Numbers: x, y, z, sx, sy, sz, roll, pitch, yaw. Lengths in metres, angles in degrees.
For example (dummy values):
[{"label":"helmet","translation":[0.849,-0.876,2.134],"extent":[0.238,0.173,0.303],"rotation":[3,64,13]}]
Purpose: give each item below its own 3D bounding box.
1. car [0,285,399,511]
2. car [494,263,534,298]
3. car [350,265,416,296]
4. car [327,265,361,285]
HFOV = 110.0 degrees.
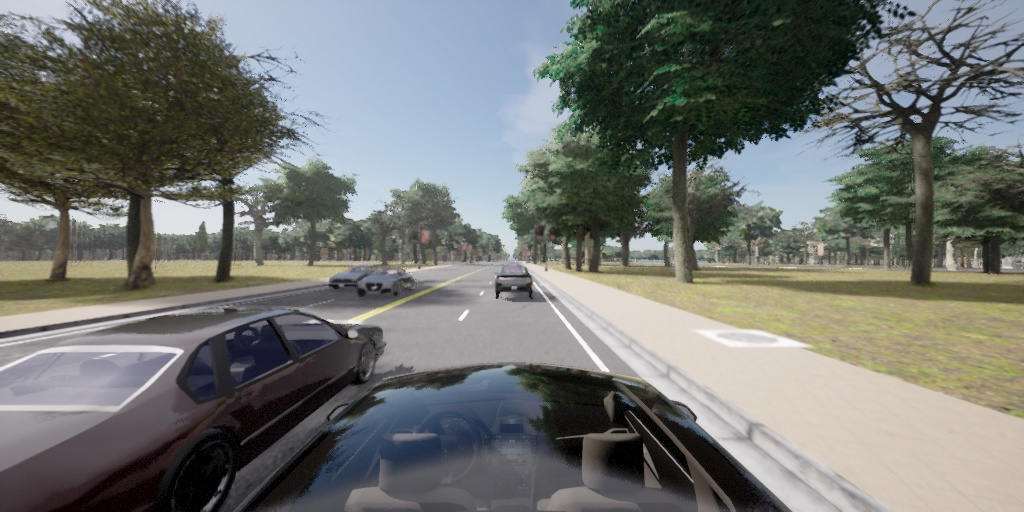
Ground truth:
[{"label":"car","translation":[-3.150,1.297,3.971],"extent":[2.033,1.411,5.357],"rotation":[0,0,0]},{"label":"car","translation":[0.105,1.247,18.662],"extent":[2.128,1.511,4.902],"rotation":[0,0,0]},{"label":"car","translation":[-6.552,1.321,19.062],"extent":[1.994,1.385,4.181],"rotation":[0,0,0]},{"label":"car","translation":[-9.762,1.310,23.216],"extent":[2.033,1.411,5.357],"rotation":[0,0,1]}]
